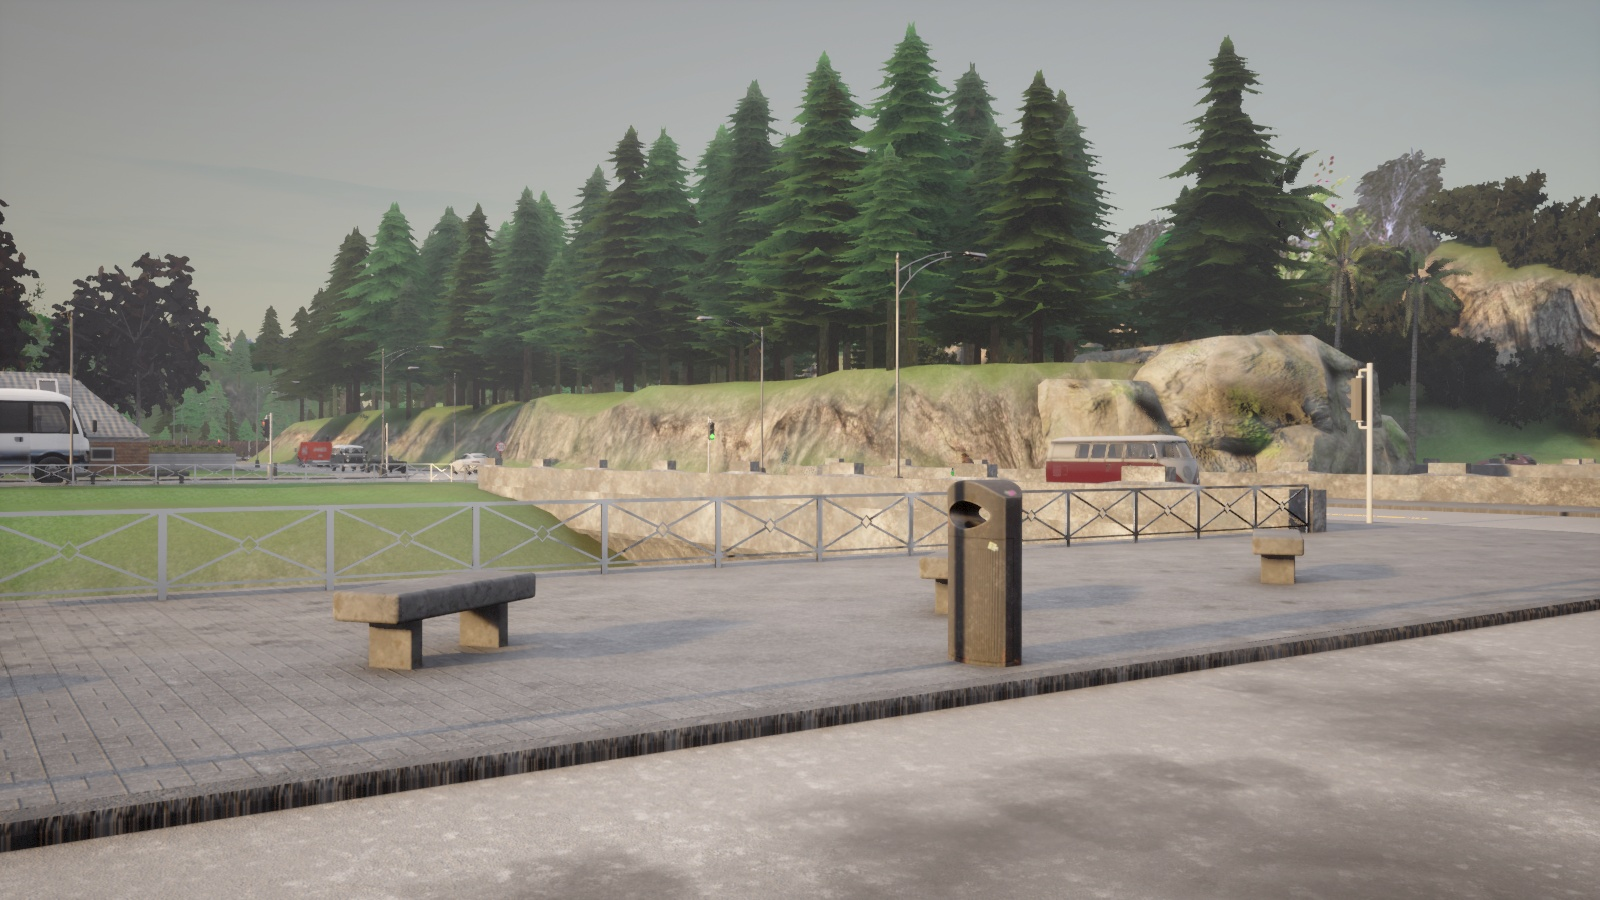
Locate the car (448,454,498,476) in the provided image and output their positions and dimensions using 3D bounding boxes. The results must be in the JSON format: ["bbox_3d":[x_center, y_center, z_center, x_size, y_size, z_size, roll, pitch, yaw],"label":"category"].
[{"bbox_3d":[-22.222,1.026,85.304,1.812,1.442,4.674,0,0,-35],"label":"car"}]

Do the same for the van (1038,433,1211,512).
[{"bbox_3d":[8.667,0.562,33.875,1.775,1.987,4.442,0,0,-35],"label":"van"}]

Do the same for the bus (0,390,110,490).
[{"bbox_3d":[-35.954,-0.422,54.361,10.273,4.253,3.944,0,0,-35],"label":"bus"}]

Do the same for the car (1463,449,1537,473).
[{"bbox_3d":[47.661,0.751,85.507,1.851,1.617,3.988,0,0,-35],"label":"car"}]

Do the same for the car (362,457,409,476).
[{"bbox_3d":[-29.154,1.123,88.243,1.895,1.301,4.718,0,0,-35],"label":"car"}]
